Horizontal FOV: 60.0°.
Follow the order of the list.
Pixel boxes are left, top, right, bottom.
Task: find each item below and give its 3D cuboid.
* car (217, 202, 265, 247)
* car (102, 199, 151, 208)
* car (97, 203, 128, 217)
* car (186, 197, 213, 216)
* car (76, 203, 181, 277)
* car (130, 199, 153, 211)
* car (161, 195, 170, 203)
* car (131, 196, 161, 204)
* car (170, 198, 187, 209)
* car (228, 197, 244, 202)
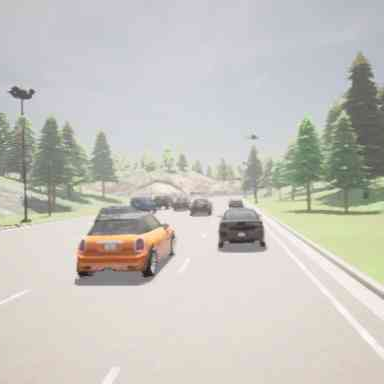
[{"bbox_3d":[2.172,1.448,15.004,1.882,1.535,5.008,-2,0,7],"label":"car"},{"bbox_3d":[-4.245,1.569,20.151,2.097,1.767,4.553,-2,0,7],"label":"car"},{"bbox_3d":[-9.123,2.054,38.470,1.895,1.301,4.718,-2,0,7],"label":"car"},{"bbox_3d":[1.062,1.424,34.586,2.097,1.767,4.553,-2,0,7],"label":"car"},{"bbox_3d":[-1.877,1.455,10.789,2.097,1.767,4.553,-2,0,7],"label":"car"},{"bbox_3d":[-7.616,1.930,50.551,2.128,1.511,4.902,-2,0,7],"label":"car"},{"bbox_3d":[-4.236,1.536,49.538,2.150,2.045,5.566,-2,0,7],"label":"car"},{"bbox_3d":[-5.620,1.547,38.411,2.150,2.045,5.566,-2,0,7],"label":"car"},{"bbox_3d":[-1.132,1.538,45.358,2.097,1.767,4.553,-2,0,7],"label":"car"},{"bbox_3d":[5.437,1.430,41.436,2.128,1.511,4.902,-2,0,7],"label":"car"}]
